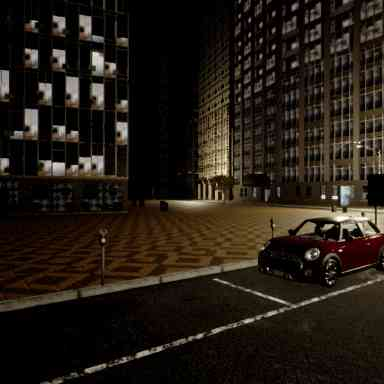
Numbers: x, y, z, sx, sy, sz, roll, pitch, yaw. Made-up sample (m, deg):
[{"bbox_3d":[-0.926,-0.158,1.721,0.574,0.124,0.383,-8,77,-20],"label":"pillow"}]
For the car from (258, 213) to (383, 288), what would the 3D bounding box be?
[{"bbox_3d":[3.710,1.439,9.208,4.097,1.590,1.967,0,0,-36],"label":"car"}]
